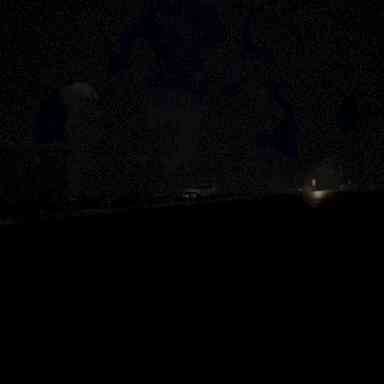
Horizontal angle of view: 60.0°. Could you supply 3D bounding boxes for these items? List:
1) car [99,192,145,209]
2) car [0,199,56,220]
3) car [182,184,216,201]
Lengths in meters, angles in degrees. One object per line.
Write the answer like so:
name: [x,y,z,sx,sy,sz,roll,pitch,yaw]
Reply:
car: [-6.688,0.760,32.114,1.837,1.490,4.892,-1,2,36]
car: [-12.445,1.195,23.978,1.895,1.301,4.718,-1,1,34]
car: [1.005,0.054,42.868,2.150,2.045,5.566,-1,1,36]
